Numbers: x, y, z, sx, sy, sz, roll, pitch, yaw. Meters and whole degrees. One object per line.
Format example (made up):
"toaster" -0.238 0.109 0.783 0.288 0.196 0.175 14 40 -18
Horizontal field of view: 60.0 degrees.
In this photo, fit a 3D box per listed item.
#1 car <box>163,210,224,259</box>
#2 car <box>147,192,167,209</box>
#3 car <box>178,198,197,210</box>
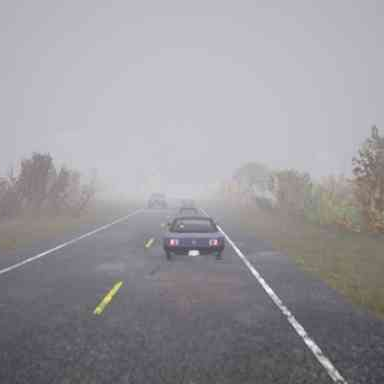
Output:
"car" 0.038 1.554 12.349 1.895 1.301 4.718 0 0 0
"car" -4.318 1.031 41.881 2.150 2.045 5.566 0 0 -2
"car" -0.458 1.389 35.179 2.033 1.411 5.357 0 0 -2
